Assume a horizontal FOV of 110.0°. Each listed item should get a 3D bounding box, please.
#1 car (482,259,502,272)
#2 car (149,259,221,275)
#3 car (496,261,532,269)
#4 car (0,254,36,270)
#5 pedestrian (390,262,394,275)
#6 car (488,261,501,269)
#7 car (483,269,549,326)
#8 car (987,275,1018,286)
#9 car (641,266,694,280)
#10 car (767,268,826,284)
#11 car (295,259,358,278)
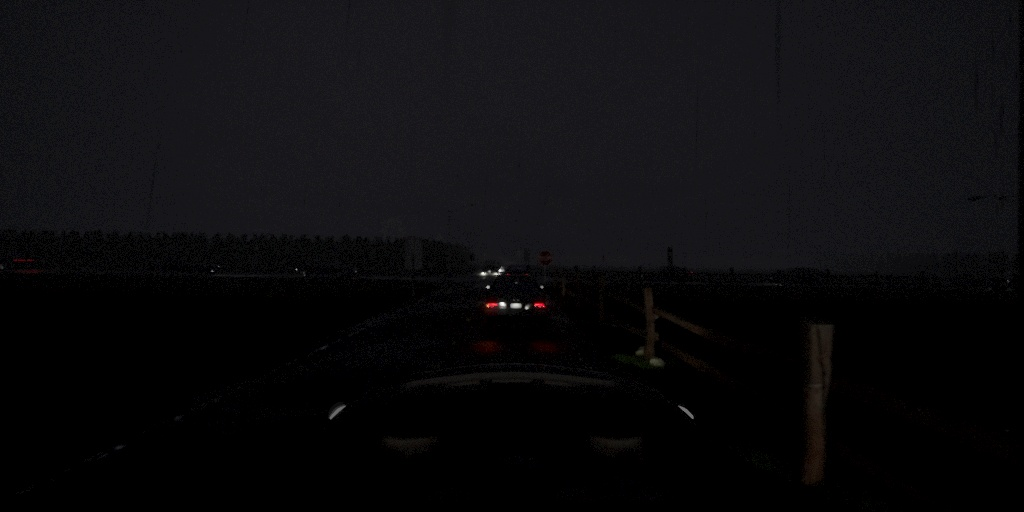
[{"bbox_3d":[-2.830,1.180,47.641,2.097,1.767,4.553,0,0,0],"label":"car"},{"bbox_3d":[-27.603,0.922,30.405,4.718,1.301,1.895,1,-1,0],"label":"car"},{"bbox_3d":[0.542,1.278,22.655,2.128,1.511,4.902,0,0,6],"label":"car"},{"bbox_3d":[-47.285,0.514,33.231,4.892,1.490,1.837,1,-1,2],"label":"car"},{"bbox_3d":[-12.166,1.225,36.421,0.375,1.300,0.375,0,-2,0],"label":"pedestrian"},{"bbox_3d":[-2.817,1.449,59.211,1.895,1.301,4.718,0,0,0],"label":"car"},{"bbox_3d":[0.100,1.314,11.633,2.033,1.411,5.357,0,0,0],"label":"car"},{"bbox_3d":[48.045,2.250,33.474,5.357,1.411,2.033,1,-1,0],"label":"car"},{"bbox_3d":[14.434,1.625,33.466,4.674,1.442,1.812,1,-1,0],"label":"car"},{"bbox_3d":[26.556,1.820,33.503,4.892,1.490,1.837,1,-1,0],"label":"car"},{"bbox_3d":[-15.653,1.024,30.400,4.902,1.511,2.128,1,-1,1],"label":"car"}]
